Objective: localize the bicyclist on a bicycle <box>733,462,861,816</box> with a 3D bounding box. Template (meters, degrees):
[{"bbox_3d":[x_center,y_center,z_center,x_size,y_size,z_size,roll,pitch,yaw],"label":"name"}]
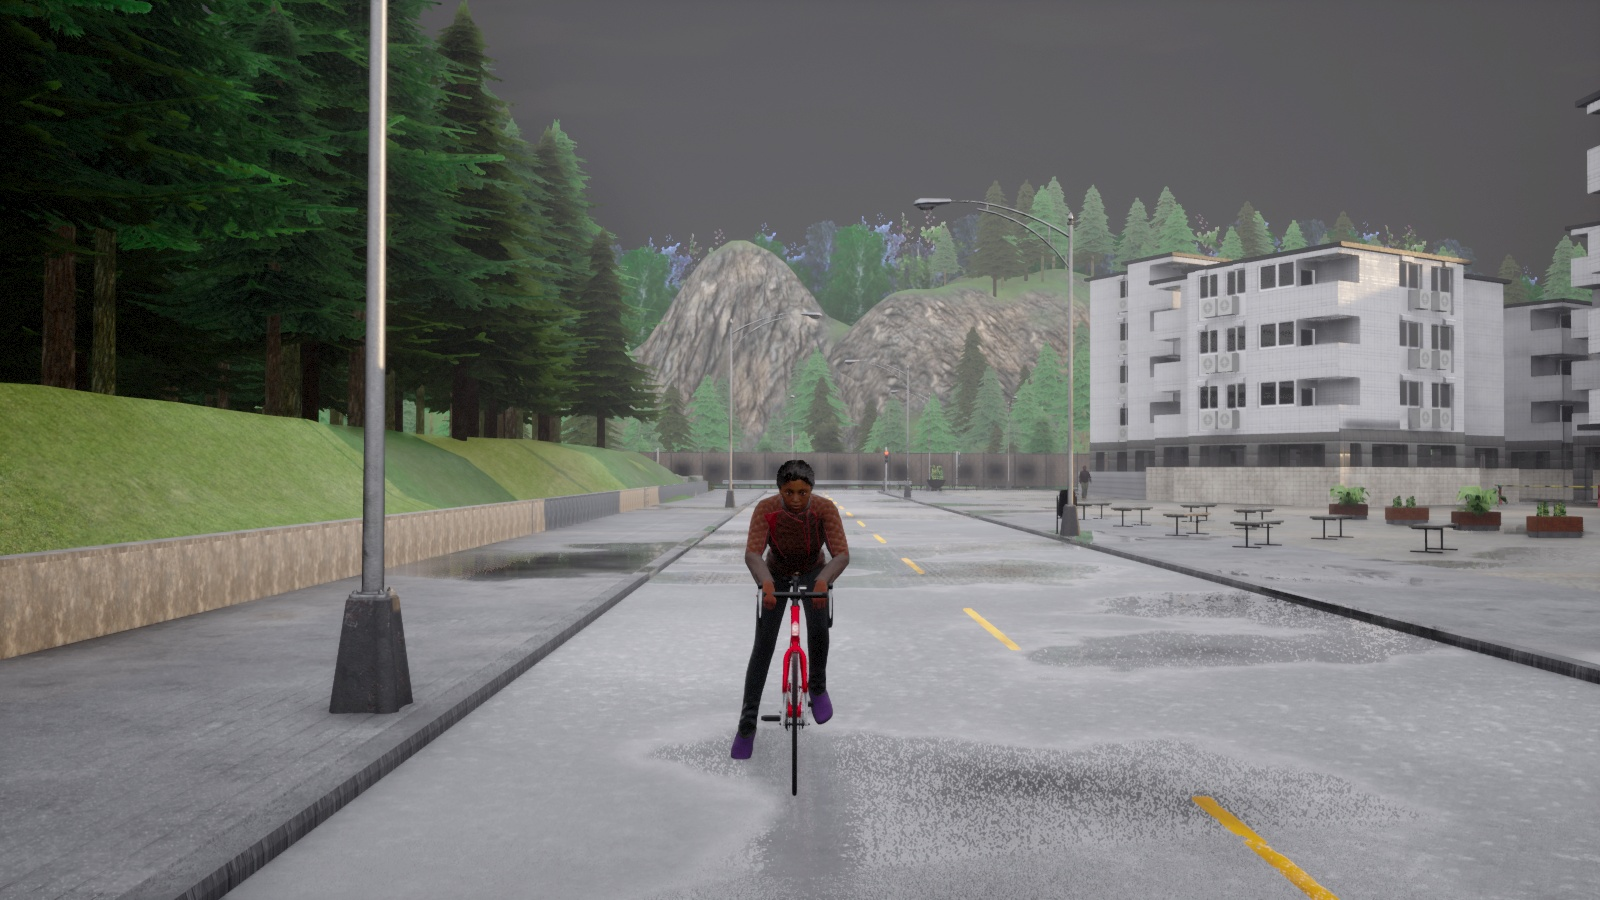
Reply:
[{"bbox_3d":[-0.018,0.878,6.593,0.582,1.620,1.656,0,-1,0],"label":"bicyclist on a bicycle"}]

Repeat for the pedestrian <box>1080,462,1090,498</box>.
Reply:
[{"bbox_3d":[14.661,1.548,64.586,0.431,1.840,0.703,0,-1,9],"label":"pedestrian"}]
